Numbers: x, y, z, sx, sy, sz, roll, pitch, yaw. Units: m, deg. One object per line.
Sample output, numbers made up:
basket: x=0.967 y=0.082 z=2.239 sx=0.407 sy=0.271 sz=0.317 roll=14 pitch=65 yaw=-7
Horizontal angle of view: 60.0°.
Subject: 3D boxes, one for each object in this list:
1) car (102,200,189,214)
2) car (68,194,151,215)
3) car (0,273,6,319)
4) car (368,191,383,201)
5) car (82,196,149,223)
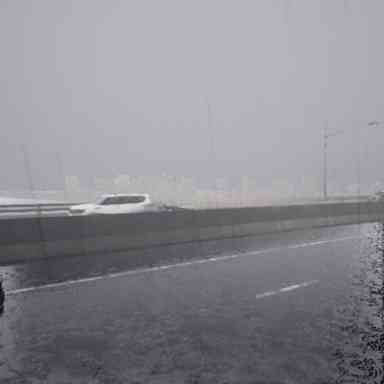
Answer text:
car: x=-2.380 y=1.413 z=19.444 sx=4.902 sy=1.511 sz=2.128 roll=-1 pitch=0 yaw=-35
car: x=-5.149 y=1.148 z=21.777 sx=5.566 sy=2.045 sz=2.150 roll=-1 pitch=0 yaw=-35
car: x=-5.258 y=1.490 z=4.287 sx=5.008 sy=1.535 sz=1.882 roll=-1 pitch=0 yaw=-36
car: x=28.183 y=0.852 z=48.869 sx=5.566 sy=2.045 sz=2.150 roll=0 pitch=0 yaw=-33
car: x=-5.822 y=1.265 z=25.577 sx=4.553 sy=1.767 sz=2.097 roll=-1 pitch=0 yaw=-35
